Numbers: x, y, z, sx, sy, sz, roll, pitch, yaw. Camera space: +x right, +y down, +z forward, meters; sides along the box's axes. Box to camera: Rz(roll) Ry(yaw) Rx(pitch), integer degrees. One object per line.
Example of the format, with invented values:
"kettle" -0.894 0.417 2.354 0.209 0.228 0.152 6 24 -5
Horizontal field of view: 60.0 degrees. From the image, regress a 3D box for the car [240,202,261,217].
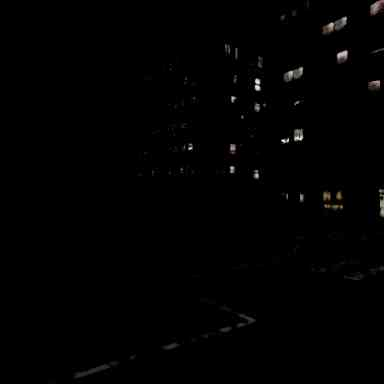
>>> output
"car" 4.708 1.654 32.992 1.752 1.417 4.829 2 -1 -35
